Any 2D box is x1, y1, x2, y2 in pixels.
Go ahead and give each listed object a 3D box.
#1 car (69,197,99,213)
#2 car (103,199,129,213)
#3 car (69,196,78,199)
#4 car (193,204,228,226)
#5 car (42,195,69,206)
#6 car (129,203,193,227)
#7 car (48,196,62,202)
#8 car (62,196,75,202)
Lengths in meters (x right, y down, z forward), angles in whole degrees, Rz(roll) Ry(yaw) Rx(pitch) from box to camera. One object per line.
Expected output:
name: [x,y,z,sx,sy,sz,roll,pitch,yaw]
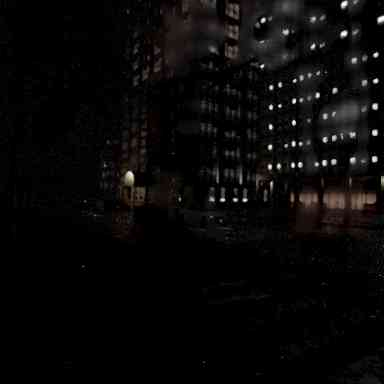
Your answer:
car: [-12.072,1.592,37.813,1.994,1.385,4.181,2,-1,-34]
car: [-8.810,1.595,38.778,1.882,1.535,5.008,2,-1,-34]
car: [-18.542,1.504,53.522,2.097,1.767,4.553,2,-1,-34]
car: [0.697,1.661,24.538,1.812,1.442,4.674,2,-1,-34]
car: [-21.225,1.343,51.693,2.128,1.511,4.902,2,-1,-34]
car: [-2.296,1.524,23.171,1.882,1.535,5.008,2,-1,-34]
car: [-34.111,1.672,82.668,2.033,1.411,5.357,2,-1,-34]
car: [-31.409,1.720,84.473,1.837,1.490,4.892,2,-1,-34]
